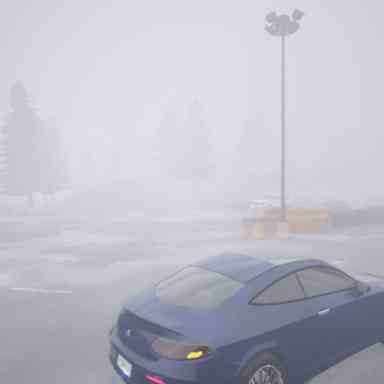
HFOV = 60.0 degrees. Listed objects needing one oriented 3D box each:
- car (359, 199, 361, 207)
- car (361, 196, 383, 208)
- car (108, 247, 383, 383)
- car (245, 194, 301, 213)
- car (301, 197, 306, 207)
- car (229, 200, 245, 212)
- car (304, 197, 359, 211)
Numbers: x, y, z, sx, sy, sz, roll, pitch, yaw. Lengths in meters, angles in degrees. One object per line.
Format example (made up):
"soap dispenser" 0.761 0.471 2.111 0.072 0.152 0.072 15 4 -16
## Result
"car" 25.526 1.321 47.670 4.902 1.511 2.128 -1 0 -35
"car" 20.606 1.408 35.667 5.008 1.535 1.882 0 0 -35
"car" 1.200 1.528 4.619 4.674 1.442 1.812 0 0 -36
"car" 8.812 1.191 35.939 5.566 2.045 2.150 0 0 -35
"car" 14.552 1.407 44.246 5.008 1.535 1.882 0 0 -35
"car" 6.580 1.571 38.648 4.718 1.301 1.895 0 0 -35
"car" 12.660 1.476 30.087 4.892 1.490 1.837 0 0 -35
